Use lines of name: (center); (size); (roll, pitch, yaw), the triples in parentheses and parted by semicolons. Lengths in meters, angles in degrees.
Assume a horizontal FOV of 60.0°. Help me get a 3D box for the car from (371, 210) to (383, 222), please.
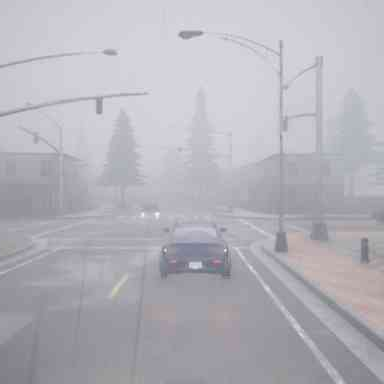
car: (15.523, 1.580, 23.821); (4.718, 1.301, 1.895); (0, 0, 2)

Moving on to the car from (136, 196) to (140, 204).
car: (-6.537, 1.307, 48.722); (2.097, 1.767, 4.553); (0, 0, -15)

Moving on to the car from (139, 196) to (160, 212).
car: (-4.815, 1.435, 38.831); (1.882, 1.535, 5.008); (0, 0, -6)

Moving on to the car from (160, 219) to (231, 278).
car: (0.085, 1.524, 9.994); (1.812, 1.442, 4.674); (0, 0, 0)

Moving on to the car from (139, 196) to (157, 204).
car: (-8.504, 1.516, 63.888); (1.994, 1.385, 4.181); (0, 0, -28)

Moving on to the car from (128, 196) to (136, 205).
car: (-9.903, 1.458, 58.538); (1.837, 1.490, 4.892); (0, 0, -23)
